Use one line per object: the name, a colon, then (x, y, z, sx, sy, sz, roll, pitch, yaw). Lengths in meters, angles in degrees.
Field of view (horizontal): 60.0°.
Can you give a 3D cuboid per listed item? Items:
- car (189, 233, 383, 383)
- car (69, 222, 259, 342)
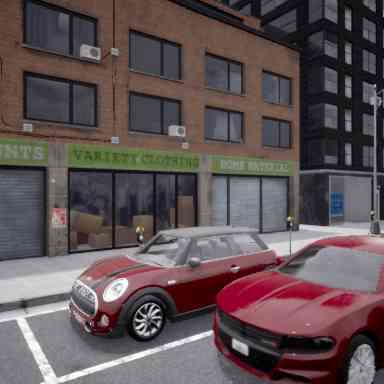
car: (2.581, 1.477, 5.207, 5.008, 1.535, 1.882, 0, 0, -35)
car: (-0.174, 1.440, 6.401, 4.097, 1.590, 1.967, 0, 0, -35)
